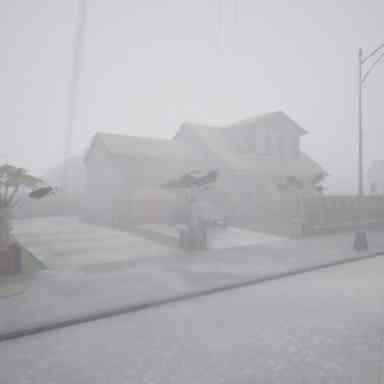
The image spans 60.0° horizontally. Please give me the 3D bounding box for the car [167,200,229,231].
[{"bbox_3d":[0.307,1.176,17.678,1.845,1.501,3.633,0,0,-38],"label":"car"}]
